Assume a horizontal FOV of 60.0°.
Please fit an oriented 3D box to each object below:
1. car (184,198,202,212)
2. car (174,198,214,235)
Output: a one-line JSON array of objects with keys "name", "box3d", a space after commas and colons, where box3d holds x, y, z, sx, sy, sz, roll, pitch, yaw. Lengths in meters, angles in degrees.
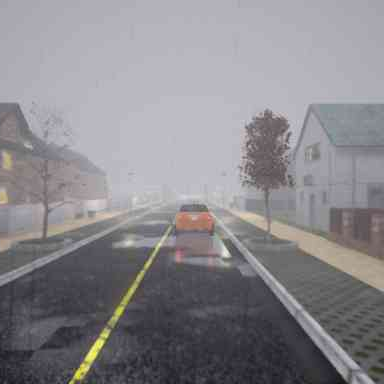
[{"name": "car", "box3d": [0.102, 1.531, 40.783, 2.128, 1.511, 4.902, 0, 0, 0]}, {"name": "car", "box3d": [0.102, 1.365, 19.082, 2.097, 1.767, 4.553, 0, 0, 0]}]
